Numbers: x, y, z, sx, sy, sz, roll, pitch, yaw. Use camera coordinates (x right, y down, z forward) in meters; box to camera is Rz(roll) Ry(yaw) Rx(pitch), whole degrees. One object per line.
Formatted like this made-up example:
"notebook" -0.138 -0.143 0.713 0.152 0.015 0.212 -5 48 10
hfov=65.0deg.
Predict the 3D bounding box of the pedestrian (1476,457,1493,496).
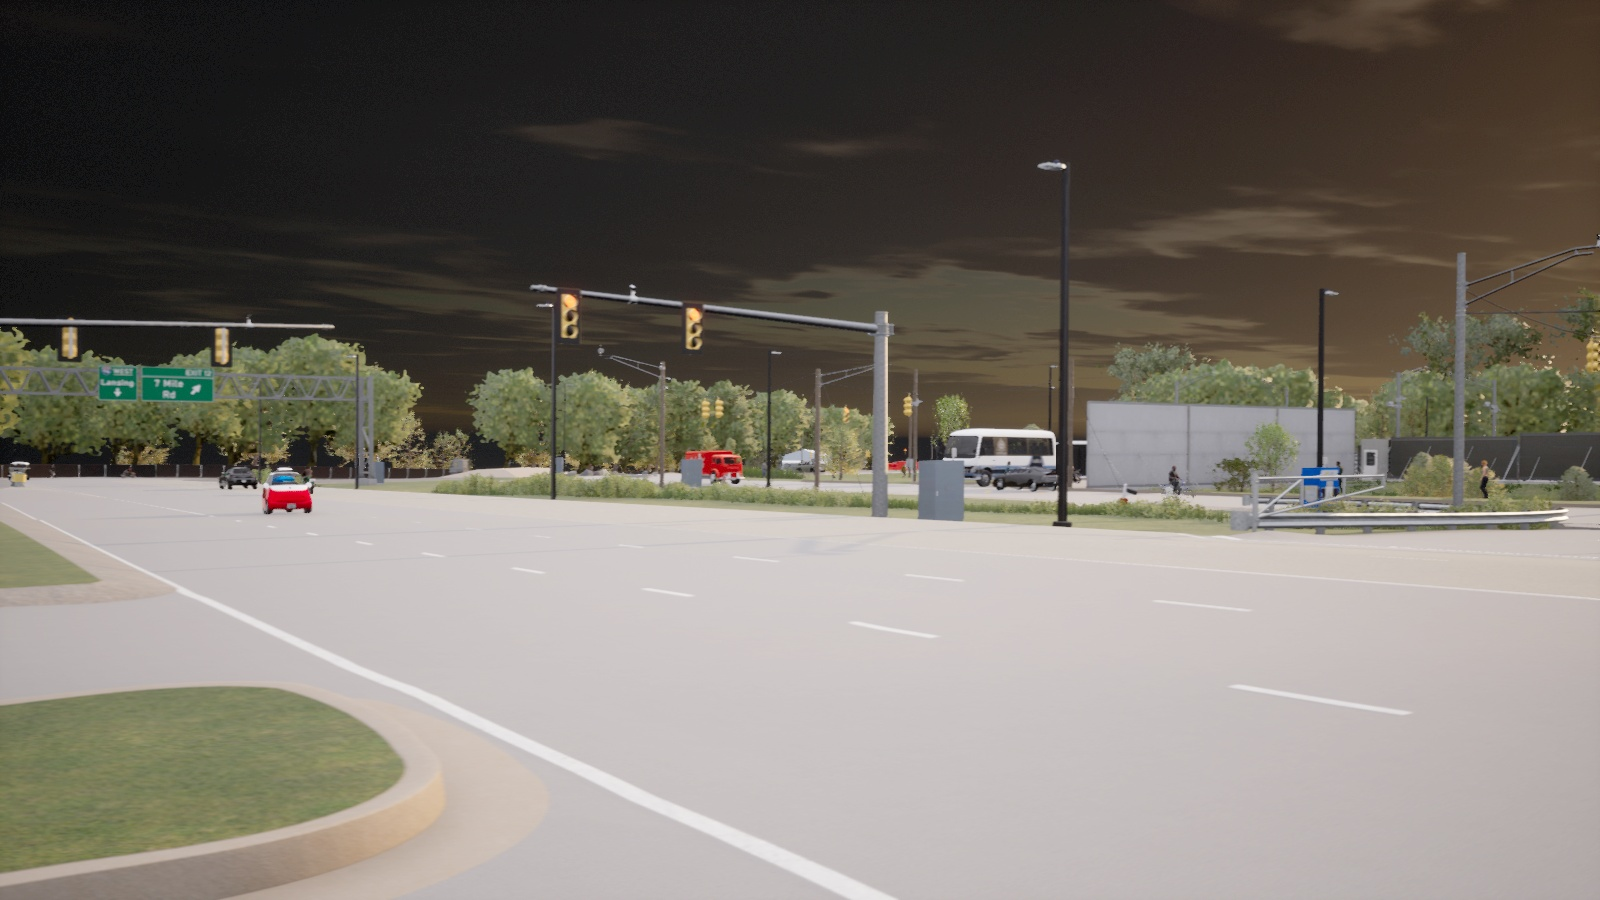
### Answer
"pedestrian" 32.407 1.243 59.446 0.345 1.836 0.594 0 1 -34

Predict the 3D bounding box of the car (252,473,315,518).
"car" -16.896 1.464 41.043 1.481 1.376 2.207 0 -1 -35

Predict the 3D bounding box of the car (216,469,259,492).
"car" -37.049 1.995 82.671 1.816 1.474 4.193 0 -1 -35

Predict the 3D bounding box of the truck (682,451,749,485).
"truck" -6.323 1.313 93.249 2.627 2.467 5.204 0 0 -35

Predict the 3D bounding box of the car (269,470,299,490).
"car" -35.700 2.055 86.886 1.481 1.376 2.207 0 0 -35

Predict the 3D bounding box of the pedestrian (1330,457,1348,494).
"pedestrian" 28.176 1.329 65.650 0.423 1.949 0.788 0 1 -32

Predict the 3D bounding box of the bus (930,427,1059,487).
"bus" 14.640 0.496 93.927 10.273 4.253 3.944 0 1 -42

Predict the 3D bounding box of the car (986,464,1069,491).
"car" 13.746 1.639 76.280 2.128 1.511 4.902 0 0 -34
